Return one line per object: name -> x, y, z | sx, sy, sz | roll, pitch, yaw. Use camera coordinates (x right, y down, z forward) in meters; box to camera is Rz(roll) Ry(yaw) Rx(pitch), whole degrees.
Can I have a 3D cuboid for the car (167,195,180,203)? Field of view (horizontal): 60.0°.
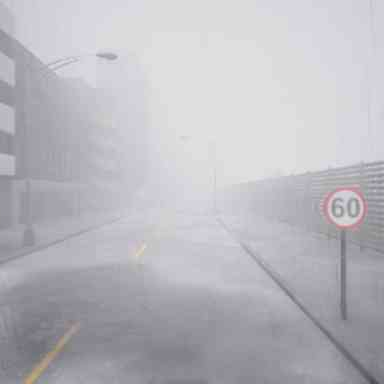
car -> -4.195, 1.568, 71.476 | 1.994, 1.385, 4.181 | 0, 0, 0
